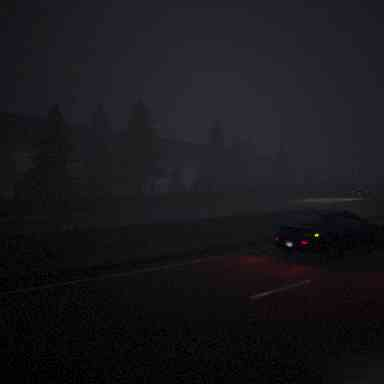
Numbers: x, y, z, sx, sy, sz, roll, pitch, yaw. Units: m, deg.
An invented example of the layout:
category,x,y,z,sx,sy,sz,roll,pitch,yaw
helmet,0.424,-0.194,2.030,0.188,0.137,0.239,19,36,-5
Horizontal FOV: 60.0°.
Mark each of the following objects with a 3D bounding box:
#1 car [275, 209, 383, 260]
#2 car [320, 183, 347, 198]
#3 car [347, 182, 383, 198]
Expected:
category,x,y,z,sx,sy,sz,roll,pitch,yaw
car,4.850,1.303,11.509,4.674,1.442,1.812,-3,2,-35
car,16.335,-0.213,37.144,5.008,1.535,1.882,-5,3,-35
car,18.574,-0.202,34.442,4.892,1.490,1.837,-5,3,-35
